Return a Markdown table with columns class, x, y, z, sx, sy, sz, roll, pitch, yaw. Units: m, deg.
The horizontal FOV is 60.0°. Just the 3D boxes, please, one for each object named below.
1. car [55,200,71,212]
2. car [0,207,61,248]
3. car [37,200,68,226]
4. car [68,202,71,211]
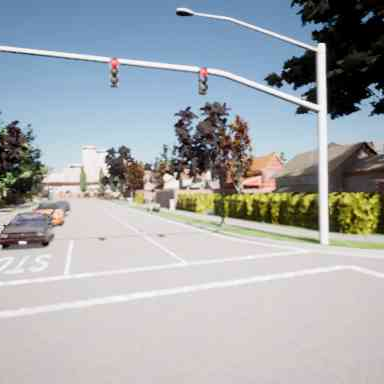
| class | x | y | z | sx | sy | sz | roll | pitch | yaw |
| --- | --- | --- | --- | --- | --- | --- | --- | --- | --- |
| car | -17.630 | 1.896 | 45.494 | 1.812 | 1.442 | 4.674 | -1 | 0 | -18 |
| car | -7.772 | 1.703 | 16.146 | 2.033 | 1.411 | 5.357 | -1 | 0 | -19 |
| car | -10.817 | 1.574 | 25.175 | 2.097 | 1.767 | 4.553 | -1 | 0 | -19 |
| car | -13.765 | 1.777 | 33.940 | 2.128 | 1.511 | 4.902 | -1 | 0 | -19 |
